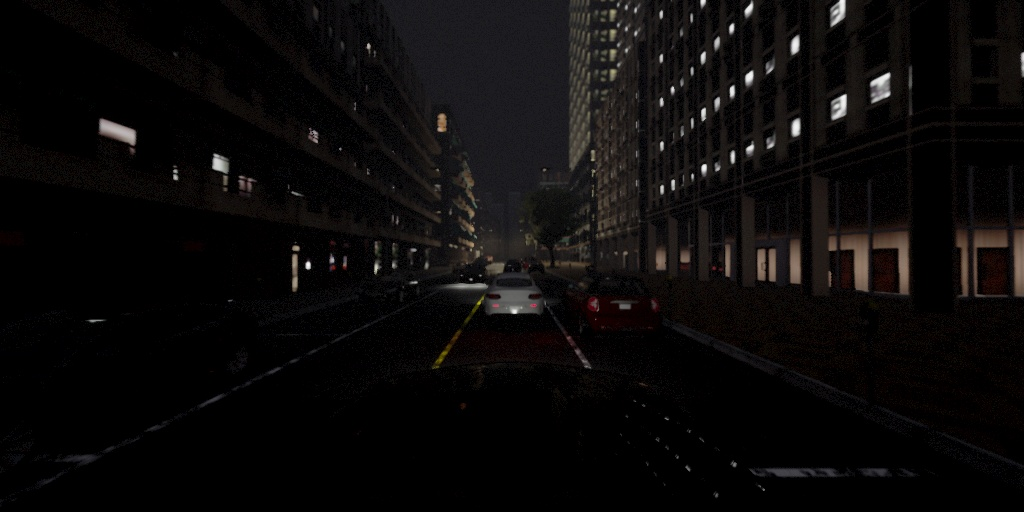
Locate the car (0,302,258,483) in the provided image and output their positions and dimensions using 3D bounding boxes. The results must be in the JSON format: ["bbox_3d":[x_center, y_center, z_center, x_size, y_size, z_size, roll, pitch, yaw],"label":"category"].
[{"bbox_3d":[-5.324,1.310,4.584,1.948,1.339,4.313,0,0,0],"label":"car"}]

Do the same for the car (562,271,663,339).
[{"bbox_3d":[2.565,1.174,10.110,1.967,1.591,4.097,0,0,0],"label":"car"}]

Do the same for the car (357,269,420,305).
[{"bbox_3d":[-5.290,1.274,15.877,2.007,1.370,4.403,0,0,0],"label":"car"}]

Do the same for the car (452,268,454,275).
[{"bbox_3d":[-5.287,1.213,38.293,1.751,1.417,4.829,0,0,0],"label":"car"}]

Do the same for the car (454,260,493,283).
[{"bbox_3d":[-2.838,1.252,27.543,2.033,1.411,5.357,0,0,0],"label":"car"}]

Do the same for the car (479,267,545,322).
[{"bbox_3d":[0.049,1.257,12.083,1.812,1.442,4.674,0,0,-1],"label":"car"}]

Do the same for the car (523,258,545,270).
[{"bbox_3d":[2.561,1.238,38.372,2.007,1.370,4.403,0,0,0],"label":"car"}]

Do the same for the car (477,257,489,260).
[{"bbox_3d":[-5.460,1.222,61.049,1.948,1.339,4.313,0,0,0],"label":"car"}]

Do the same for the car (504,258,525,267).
[{"bbox_3d":[0.096,1.178,39.154,2.128,1.511,4.902,0,0,0],"label":"car"}]
